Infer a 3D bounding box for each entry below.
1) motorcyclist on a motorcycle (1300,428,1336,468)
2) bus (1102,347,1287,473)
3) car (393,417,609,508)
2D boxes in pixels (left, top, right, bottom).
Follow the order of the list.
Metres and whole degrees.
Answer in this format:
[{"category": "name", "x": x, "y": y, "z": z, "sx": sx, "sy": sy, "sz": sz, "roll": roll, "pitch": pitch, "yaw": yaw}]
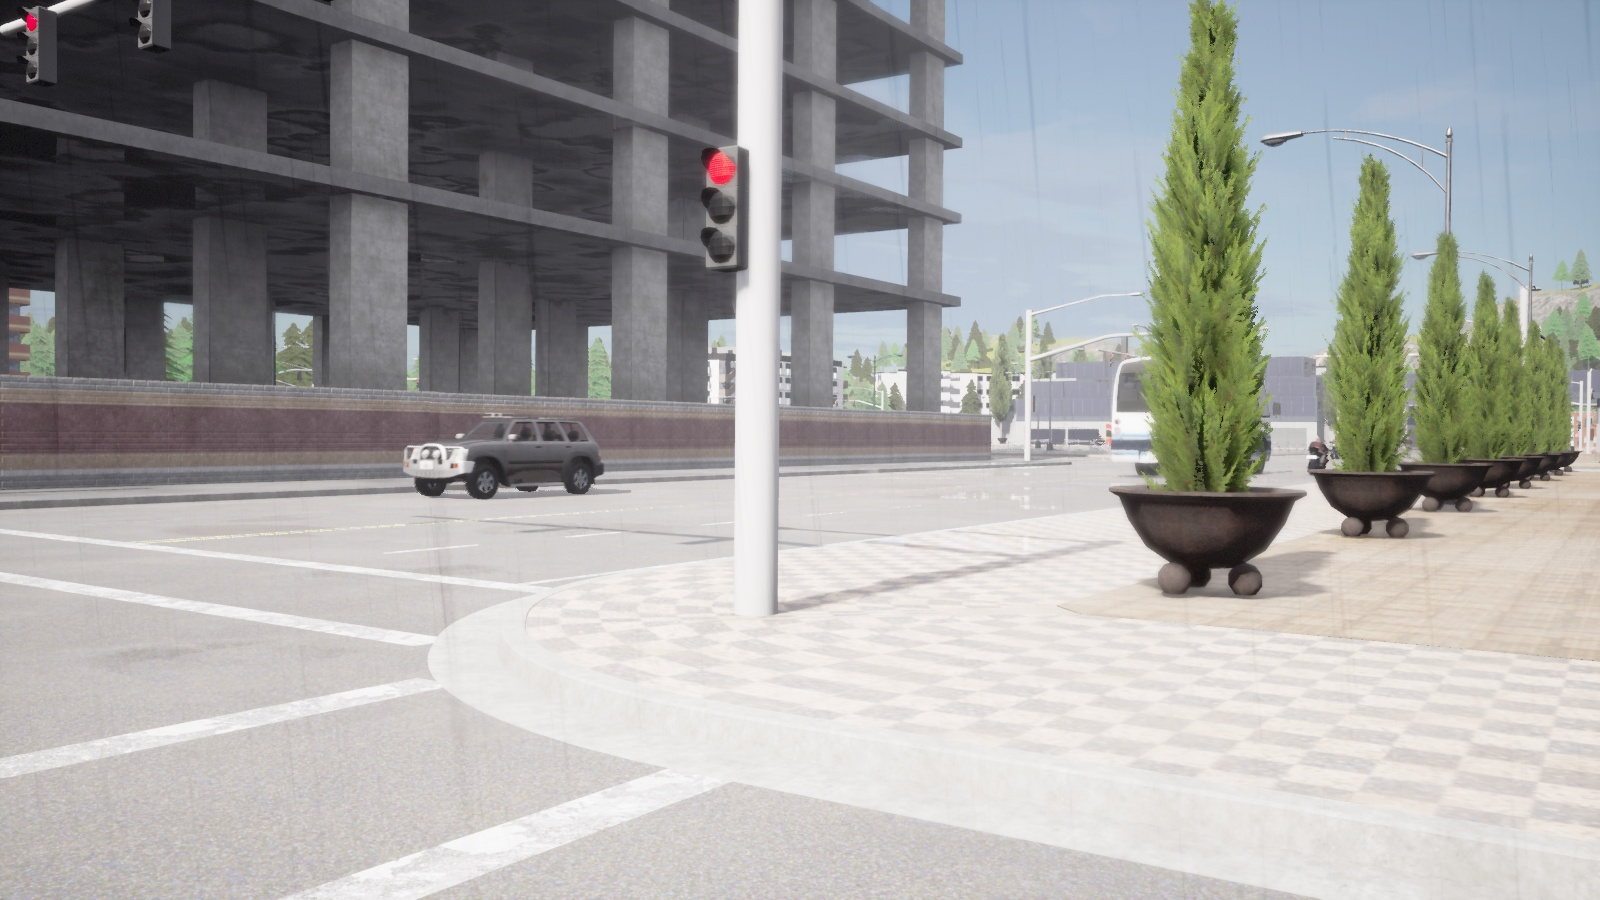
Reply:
[{"category": "motorcyclist on a motorcycle", "x": 20.254, "y": -0.087, "z": 49.088, "sx": 0.866, "sy": 1.530, "sz": 2.191, "roll": 0, "pitch": 1, "yaw": 34}, {"category": "bus", "x": 15.318, "y": -1.440, "z": 48.031, "sx": 3.944, "sy": 4.253, "sz": 10.273, "roll": 0, "pitch": 1, "yaw": 34}, {"category": "car", "x": -6.574, "y": 0.224, "z": 28.117, "sx": 1.932, "sy": 1.855, "sz": 4.605, "roll": 0, "pitch": 1, "yaw": 34}]
